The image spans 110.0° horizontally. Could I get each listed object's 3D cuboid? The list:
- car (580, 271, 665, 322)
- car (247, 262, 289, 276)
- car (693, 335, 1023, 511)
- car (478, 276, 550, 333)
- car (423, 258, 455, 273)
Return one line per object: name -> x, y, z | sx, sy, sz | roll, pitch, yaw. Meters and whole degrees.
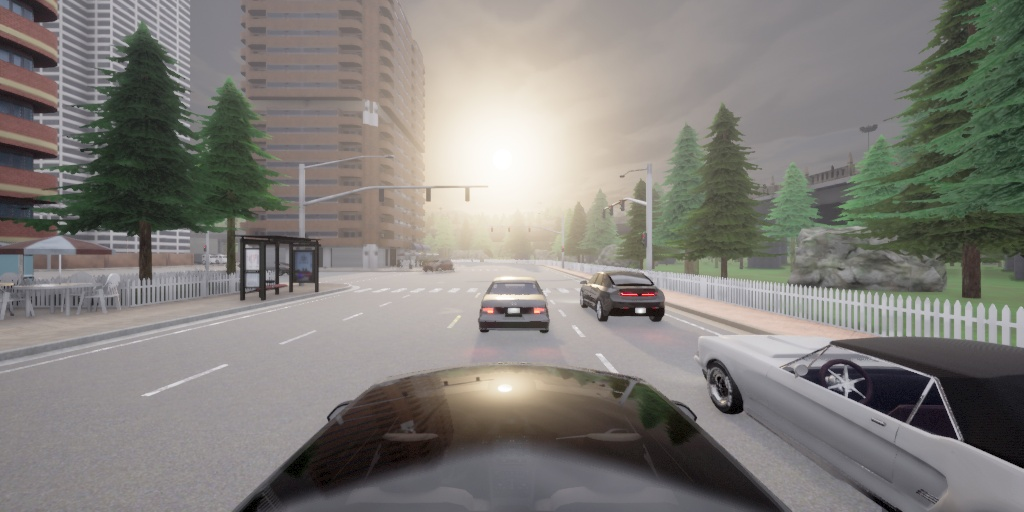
car -> 3.571, 1.255, 12.311 | 1.837, 1.490, 4.892 | 0, 0, 1
car -> -25.166, 1.331, 37.719 | 4.674, 1.442, 1.812 | 0, 0, 0
car -> 3.514, 1.351, 3.048 | 1.895, 1.301, 4.718 | 0, 0, 1
car -> 0.083, 1.297, 10.724 | 2.033, 1.411, 5.357 | 0, 0, 1
car -> -9.173, 1.135, 45.133 | 2.097, 1.767, 4.553 | 0, 0, 24
